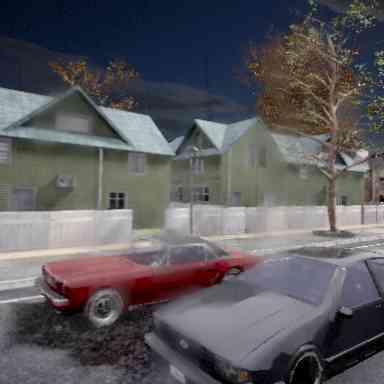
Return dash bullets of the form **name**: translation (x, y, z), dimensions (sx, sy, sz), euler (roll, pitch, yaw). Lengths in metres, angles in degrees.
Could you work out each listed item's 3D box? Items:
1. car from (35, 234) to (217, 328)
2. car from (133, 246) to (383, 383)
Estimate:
- **car**: translation (-0.716, 1.645, 7.164), dimensions (4.718, 1.301, 1.895), euler (1, -1, -35)
- **car**: translation (2.022, 1.608, 5.123), dimensions (5.357, 1.411, 2.033), euler (1, -1, -35)
